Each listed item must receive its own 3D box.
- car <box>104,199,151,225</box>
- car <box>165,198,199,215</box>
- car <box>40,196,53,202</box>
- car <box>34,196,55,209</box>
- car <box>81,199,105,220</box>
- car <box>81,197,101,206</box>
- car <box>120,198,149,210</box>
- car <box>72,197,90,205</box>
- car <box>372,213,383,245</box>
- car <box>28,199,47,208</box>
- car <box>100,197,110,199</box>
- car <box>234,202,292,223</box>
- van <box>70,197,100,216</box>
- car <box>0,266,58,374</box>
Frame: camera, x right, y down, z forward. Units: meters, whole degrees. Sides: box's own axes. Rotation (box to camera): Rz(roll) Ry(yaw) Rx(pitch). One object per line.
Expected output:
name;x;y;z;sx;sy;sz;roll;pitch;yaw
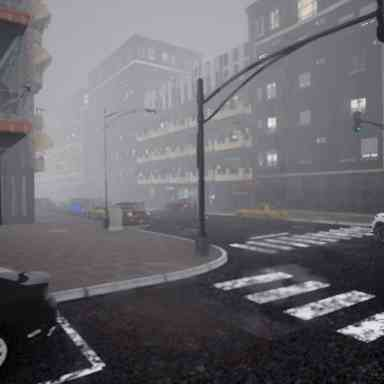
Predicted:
car;-4.682;1.531;24.787;1.967;1.590;4.097;-1;1;-36
car;-1.101;1.403;34.167;1.967;1.590;4.097;-1;1;-36
car;-36.594;1.684;83.627;1.887;1.381;4.507;-1;1;-36
car;-20.816;1.603;47.267;1.967;1.590;4.097;-1;1;-36
car;-7.808;1.629;29.145;1.752;1.417;4.829;-1;1;-36
car;-17.233;1.603;56.649;1.947;1.339;4.313;-1;1;-36
car;-7.553;1.542;43.161;2.008;1.369;4.403;-1;1;-36
car;-20.460;1.604;61.146;2.008;1.369;4.403;-1;1;-36
car;8.961;1.204;12.270;2.150;2.045;5.566;0;0;1
car;-24.040;1.744;51.764;1.947;1.339;4.313;-1;1;-36
car;-14.008;1.462;52.152;1.967;1.590;4.097;-1;1;-36
car;5.255;1.461;25.315;1.752;1.417;4.829;-1;1;-36
van;-11.137;1.460;33.777;1.690;1.788;3.998;-1;1;-36
car;-3.901;1.552;3.787;4.403;1.369;2.008;0;-1;-36
